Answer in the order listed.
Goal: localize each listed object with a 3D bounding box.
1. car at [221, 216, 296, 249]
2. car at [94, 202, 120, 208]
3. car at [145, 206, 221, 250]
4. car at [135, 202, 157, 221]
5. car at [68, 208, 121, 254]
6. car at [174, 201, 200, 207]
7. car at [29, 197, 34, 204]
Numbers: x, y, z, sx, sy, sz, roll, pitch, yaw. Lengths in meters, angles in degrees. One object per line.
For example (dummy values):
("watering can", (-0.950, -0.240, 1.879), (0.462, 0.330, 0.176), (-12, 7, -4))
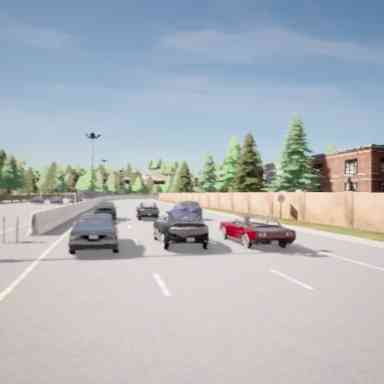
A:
("car", (2.812, 1.752, 15.558), (1.895, 1.301, 4.718), (1, 0, -14))
("car", (-7.344, 1.606, 28.521), (1.837, 1.490, 4.892), (1, 0, -12))
("car", (-0.623, 1.590, 14.893), (2.128, 1.511, 4.902), (1, 0, -14))
("car", (-3.926, 1.645, 29.271), (2.128, 1.511, 4.902), (1, 0, -12))
("car", (-3.950, 1.589, 13.744), (2.033, 1.411, 5.357), (1, 0, -14))
("car", (-0.461, 1.556, 29.817), (2.097, 1.767, 4.553), (1, -1, -12))
("car", (-29.337, 1.553, 63.224), (1.812, 1.442, 4.674), (1, 0, -12))
